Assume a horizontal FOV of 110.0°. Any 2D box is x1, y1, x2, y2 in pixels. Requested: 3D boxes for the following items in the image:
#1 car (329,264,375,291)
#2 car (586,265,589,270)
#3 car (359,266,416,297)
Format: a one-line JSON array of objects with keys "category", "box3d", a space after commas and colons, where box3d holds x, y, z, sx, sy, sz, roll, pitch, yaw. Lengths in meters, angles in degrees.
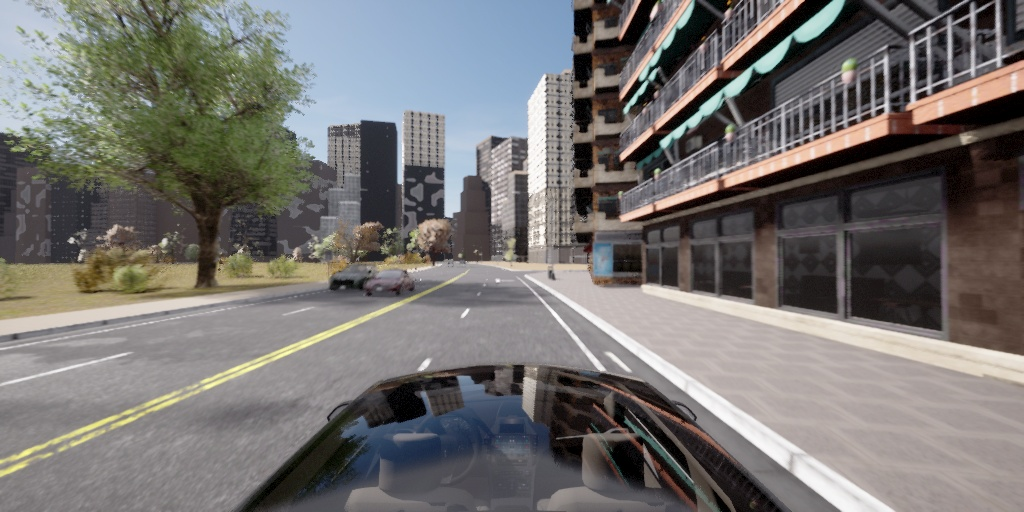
[{"category": "car", "box3d": [-10.225, 1.324, 23.789, 2.097, 1.767, 4.553, 0, 0, -2]}, {"category": "car", "box3d": [12.587, 1.523, 49.474, 4.674, 1.442, 1.812, -1, -1, 11]}, {"category": "car", "box3d": [-6.878, 1.463, 20.756, 1.812, 1.442, 4.674, 0, -1, -2]}]
